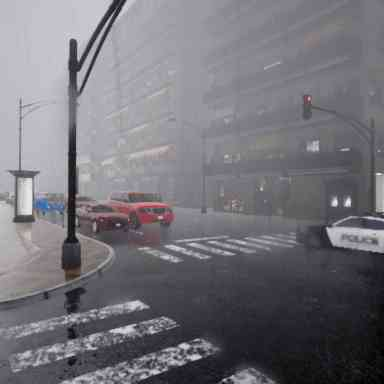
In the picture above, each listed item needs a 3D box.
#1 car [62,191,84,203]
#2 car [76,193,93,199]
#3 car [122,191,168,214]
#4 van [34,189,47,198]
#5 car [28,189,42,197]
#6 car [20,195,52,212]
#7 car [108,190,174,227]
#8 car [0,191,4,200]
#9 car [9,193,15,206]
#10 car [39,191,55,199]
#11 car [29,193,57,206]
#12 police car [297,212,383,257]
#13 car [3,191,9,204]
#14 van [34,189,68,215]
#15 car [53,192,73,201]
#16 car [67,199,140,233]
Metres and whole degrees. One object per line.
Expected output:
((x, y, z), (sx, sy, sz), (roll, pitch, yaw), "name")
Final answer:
((-17.822, 0.709, 49.785), (1.967, 1.590, 4.097), (2, 0, -36), "car")
((-9.214, 1.044, 27.944), (1.882, 1.535, 5.008), (1, 1, -36), "car")
((-4.577, 0.935, 31.438), (2.192, 1.841, 5.009), (2, 0, -36), "car")
((-31.060, 0.259, 68.133), (1.690, 1.788, 3.998), (2, 0, -36), "van")
((-34.374, 0.271, 72.719), (1.967, 1.590, 4.097), (2, 0, -36), "car")
((-14.684, 0.996, 31.115), (1.887, 1.381, 4.507), (2, 0, -36), "car")
((-3.277, 0.945, 19.721), (2.150, 2.045, 5.566), (1, 1, -36), "car")
((-27.922, 0.541, 49.462), (1.967, 1.590, 4.097), (2, 0, -36), "car")
((-17.994, 0.908, 35.701), (1.887, 1.381, 4.507), (2, 0, -36), "car")
((-27.855, 0.529, 63.684), (1.752, 1.417, 4.829), (2, 0, -36), "car")
((-18.167, 0.876, 40.395), (2.033, 1.411, 5.357), (1, 0, -36), "car")
((6.154, 1.505, 11.929), (2.038, 1.542, 4.974), (0, 0, -36), "police car")
((-21.205, 0.804, 40.151), (1.752, 1.417, 4.829), (2, 0, -36), "car")
((-11.368, 0.881, 26.527), (1.690, 1.788, 3.998), (2, 0, -36), "van")
((-21.136, 0.747, 54.372), (1.947, 1.339, 4.313), (2, 0, -36), "car")
((-4.753, 1.260, 17.354), (1.887, 1.381, 4.507), (2, 0, -36), "car")
